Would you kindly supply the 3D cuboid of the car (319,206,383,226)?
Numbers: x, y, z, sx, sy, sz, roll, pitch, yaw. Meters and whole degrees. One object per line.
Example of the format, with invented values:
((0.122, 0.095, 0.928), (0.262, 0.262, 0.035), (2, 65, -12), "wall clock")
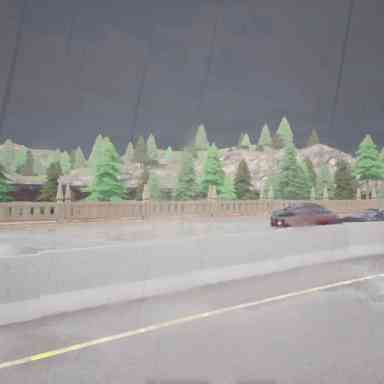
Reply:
((9.428, 1.572, 17.100), (5.357, 1.411, 2.033), (0, 0, -25), "car")

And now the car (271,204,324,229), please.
((6.761, 1.594, 19.627), (4.181, 1.385, 1.994), (0, 0, -25), "car")
